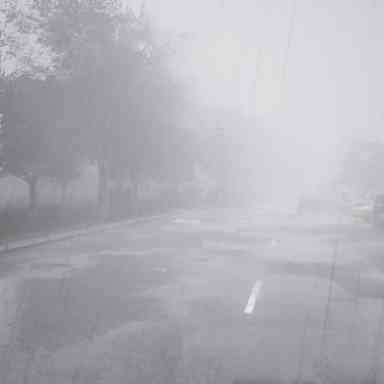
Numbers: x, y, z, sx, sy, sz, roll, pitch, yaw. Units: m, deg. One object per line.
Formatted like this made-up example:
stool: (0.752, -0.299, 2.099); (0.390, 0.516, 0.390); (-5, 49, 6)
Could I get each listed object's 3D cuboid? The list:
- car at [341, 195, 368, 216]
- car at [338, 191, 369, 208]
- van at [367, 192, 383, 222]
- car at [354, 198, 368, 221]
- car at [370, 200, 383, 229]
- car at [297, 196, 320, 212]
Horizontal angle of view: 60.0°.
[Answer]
car: (14.382, 1.316, 24.816); (5.366, 1.575, 1.946); (2, 1, -3)
car: (16.365, 1.014, 30.578); (5.566, 2.045, 2.435); (2, 1, -3)
van: (12.919, 1.161, 19.092); (4.442, 1.987, 1.878); (2, 1, -3)
car: (13.686, 1.394, 21.953); (4.674, 1.452, 2.002); (2, 1, -3)
car: (11.901, 1.412, 16.222); (5.008, 1.535, 2.097); (2, 1, -3)
car: (11.560, 1.154, 33.036); (2.128, 1.511, 4.902); (1, 1, 17)
